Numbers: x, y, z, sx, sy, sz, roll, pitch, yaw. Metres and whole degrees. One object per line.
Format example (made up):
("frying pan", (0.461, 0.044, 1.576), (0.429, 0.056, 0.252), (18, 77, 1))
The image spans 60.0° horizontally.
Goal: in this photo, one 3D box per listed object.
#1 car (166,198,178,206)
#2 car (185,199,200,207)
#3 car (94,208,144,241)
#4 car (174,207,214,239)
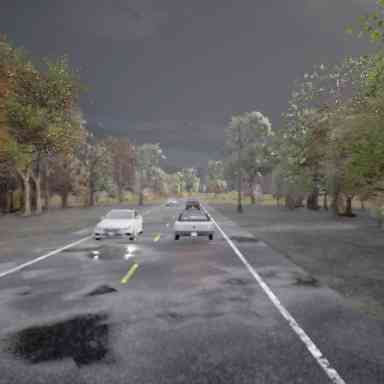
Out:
("car", (-3.519, 1.782, 58.803), (1.812, 1.442, 4.674), (0, 0, 0))
("car", (0.102, 1.706, 46.578), (1.837, 1.490, 4.892), (0, 0, 0))
("car", (-3.595, 1.600, 17.149), (1.812, 1.442, 4.674), (0, 0, 0))
("car", (0.099, 1.676, 17.615), (1.895, 1.301, 4.718), (0, 0, 0))
